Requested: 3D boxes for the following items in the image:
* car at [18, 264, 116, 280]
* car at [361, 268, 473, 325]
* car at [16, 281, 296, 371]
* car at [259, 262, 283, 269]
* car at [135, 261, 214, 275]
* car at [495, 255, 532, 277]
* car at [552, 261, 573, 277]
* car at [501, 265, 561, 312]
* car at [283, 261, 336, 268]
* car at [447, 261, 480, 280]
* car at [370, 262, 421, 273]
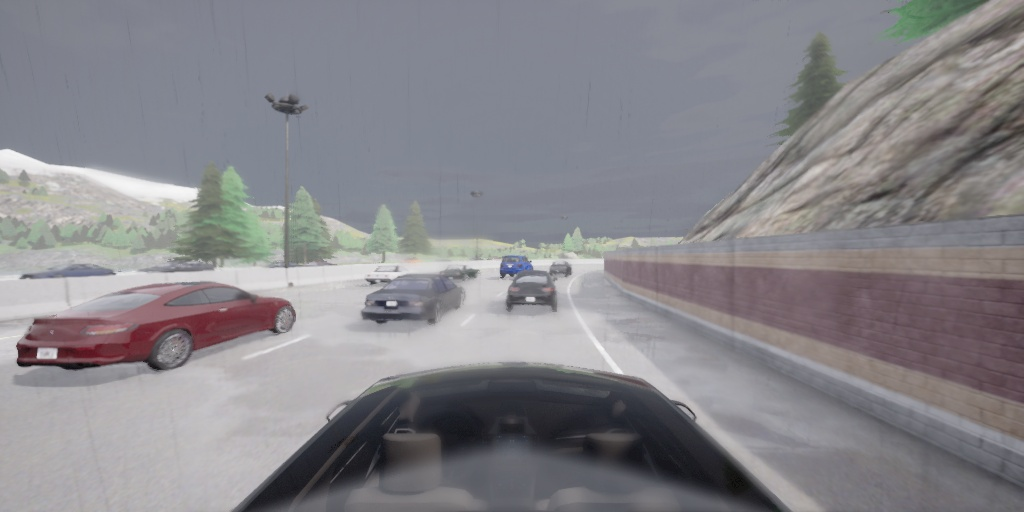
[{"bbox_3d":[-29.786,1.217,24.222,1.994,1.385,4.181,0,0,9],"label":"car"},{"bbox_3d":[-2.919,1.288,11.810,2.033,1.411,5.357,0,0,5],"label":"car"},{"bbox_3d":[-6.671,1.254,7.519,1.812,1.442,4.674,0,0,2],"label":"car"},{"bbox_3d":[-21.141,1.245,32.923,1.994,1.385,4.181,0,0,12],"label":"car"},{"bbox_3d":[-25.721,1.157,27.574,2.128,1.511,4.902,0,0,10],"label":"car"},{"bbox_3d":[0.467,0.973,32.600,2.150,2.045,5.566,0,0,14],"label":"car"},{"bbox_3d":[4.979,1.258,35.956,2.128,1.511,4.902,0,0,15],"label":"car"},{"bbox_3d":[0.858,1.279,14.247,1.812,1.442,4.674,0,0,6],"label":"car"},{"bbox_3d":[-17.713,1.218,32.292,1.812,1.442,4.674,0,0,12],"label":"car"},{"bbox_3d":[-4.048,1.338,28.444,1.895,1.301,4.718,0,0,11],"label":"car"},{"bbox_3d":[-8.221,1.324,25.167,1.895,1.301,4.718,0,0,10],"label":"car"}]
